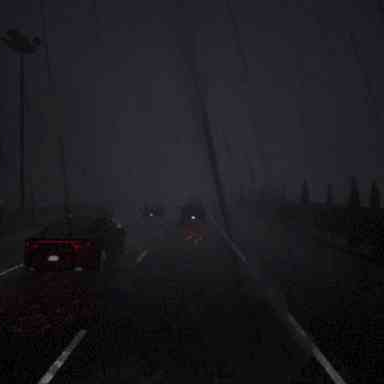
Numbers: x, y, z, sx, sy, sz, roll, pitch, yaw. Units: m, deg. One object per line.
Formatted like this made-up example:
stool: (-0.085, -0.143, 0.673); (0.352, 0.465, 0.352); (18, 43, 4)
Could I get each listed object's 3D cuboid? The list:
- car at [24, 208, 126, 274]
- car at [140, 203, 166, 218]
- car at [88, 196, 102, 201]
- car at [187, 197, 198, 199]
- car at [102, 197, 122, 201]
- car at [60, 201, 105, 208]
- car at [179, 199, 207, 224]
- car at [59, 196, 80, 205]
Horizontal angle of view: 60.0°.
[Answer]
car: (-3.405, 1.482, 10.649); (1.882, 1.535, 5.008); (0, 0, 0)
car: (-3.411, 1.613, 30.180); (1.895, 1.301, 4.718); (0, 0, 0)
car: (-16.821, 1.526, 58.603); (1.837, 1.490, 4.892); (0, 0, 6)
car: (0.086, 1.367, 41.852); (2.097, 1.767, 4.553); (0, 0, 0)
car: (-13.352, 1.570, 58.377); (2.033, 1.411, 5.357); (0, 0, 6)
car: (-6.909, 1.556, 22.985); (2.033, 1.411, 5.357); (0, 0, 0)
car: (0.091, 1.513, 25.200); (1.837, 1.490, 4.892); (0, 0, 0)
car: (-20.555, 1.499, 56.121); (1.882, 1.535, 5.008); (0, 0, 5)
